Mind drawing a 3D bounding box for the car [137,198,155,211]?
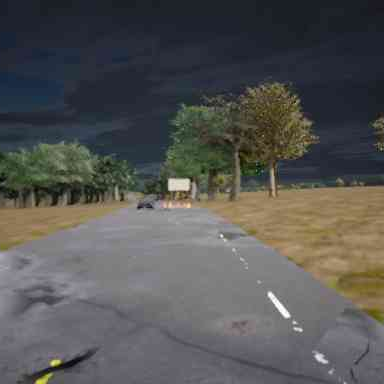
[{"bbox_3d":[-5.163,1.383,37.459,1.895,1.301,4.718,0,0,-4],"label":"car"}]

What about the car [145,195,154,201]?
[{"bbox_3d":[-10.135,1.301,78.699,2.033,1.411,5.357,0,0,-10],"label":"car"}]

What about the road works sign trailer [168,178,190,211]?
[{"bbox_3d":[-1.422,0.247,36.395,2.380,3.560,2.880,0,0,-5],"label":"road works sign trailer"}]
